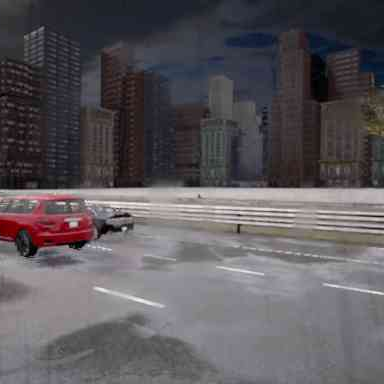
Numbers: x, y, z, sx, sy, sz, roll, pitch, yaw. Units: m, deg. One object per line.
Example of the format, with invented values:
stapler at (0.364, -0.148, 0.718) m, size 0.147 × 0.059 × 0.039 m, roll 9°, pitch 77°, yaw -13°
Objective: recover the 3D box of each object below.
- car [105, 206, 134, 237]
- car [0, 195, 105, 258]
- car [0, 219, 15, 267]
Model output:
car at (-4.924, 1.378, 16.044) m, size 4.902 × 1.511 × 2.128 m, roll 1°, pitch 0°, yaw 36°
car at (-6.074, 1.120, 12.550) m, size 5.566 × 2.045 × 2.150 m, roll 1°, pitch 1°, yaw 36°
car at (-7.254, 1.454, 9.080) m, size 5.357 × 1.411 × 2.033 m, roll 1°, pitch 0°, yaw 36°
